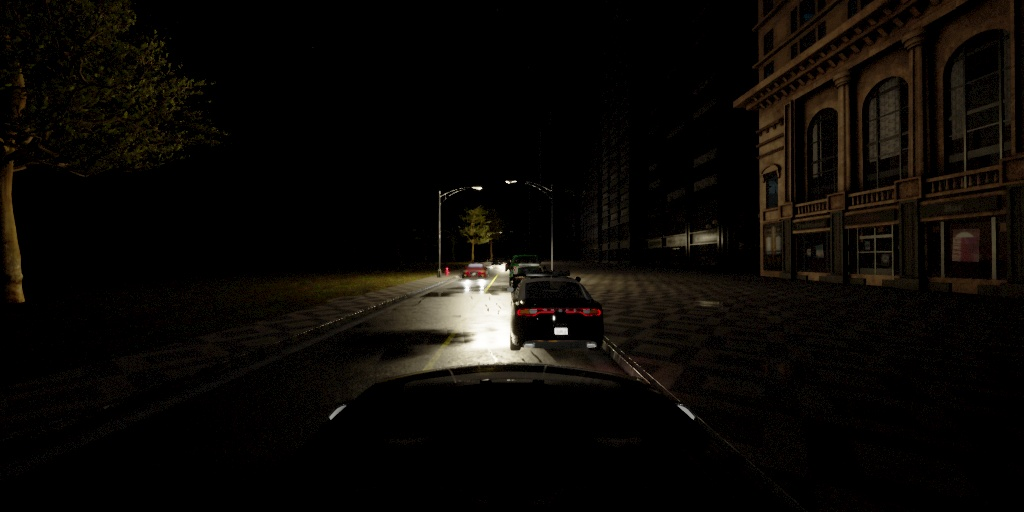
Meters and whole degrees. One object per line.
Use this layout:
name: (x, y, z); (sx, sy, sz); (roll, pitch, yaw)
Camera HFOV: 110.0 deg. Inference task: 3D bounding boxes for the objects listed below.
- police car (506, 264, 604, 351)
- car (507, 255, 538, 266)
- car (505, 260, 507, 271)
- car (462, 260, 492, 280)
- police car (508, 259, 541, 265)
police car: (0.900, 1.175, 9.155); (1.930, 1.638, 5.238); (0, 0, 0)
car: (0.897, 0.963, 25.076); (2.150, 2.045, 5.566); (0, 0, 0)
car: (0.021, 1.252, 46.607); (2.033, 1.411, 5.357); (0, 0, 1)
car: (-3.100, 1.296, 31.121); (1.994, 1.385, 4.181); (0, 0, 0)
police car: (0.900, 1.170, 19.156); (1.930, 1.638, 5.238); (0, 0, 0)
